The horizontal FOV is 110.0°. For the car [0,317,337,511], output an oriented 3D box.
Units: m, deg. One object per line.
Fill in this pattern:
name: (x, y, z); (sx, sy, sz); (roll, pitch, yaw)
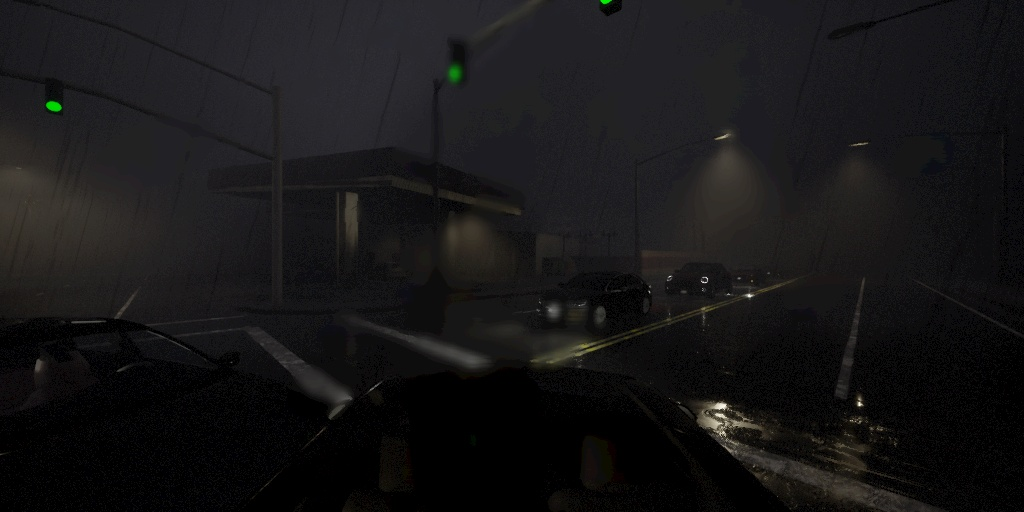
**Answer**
car: (-3.433, 1.242, 2.467); (4.902, 1.511, 2.128); (0, 0, 15)

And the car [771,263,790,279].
car: (23.622, 1.312, 32.427); (4.181, 1.385, 1.994); (0, 0, -45)

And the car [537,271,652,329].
car: (2.825, 1.254, 11.516); (1.837, 1.490, 4.892); (0, 0, 44)

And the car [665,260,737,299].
car: (9.630, 1.101, 18.395); (2.097, 1.767, 4.553); (0, 0, 45)

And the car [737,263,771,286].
car: (16.523, 1.312, 25.339); (1.994, 1.385, 4.181); (0, 0, 44)
